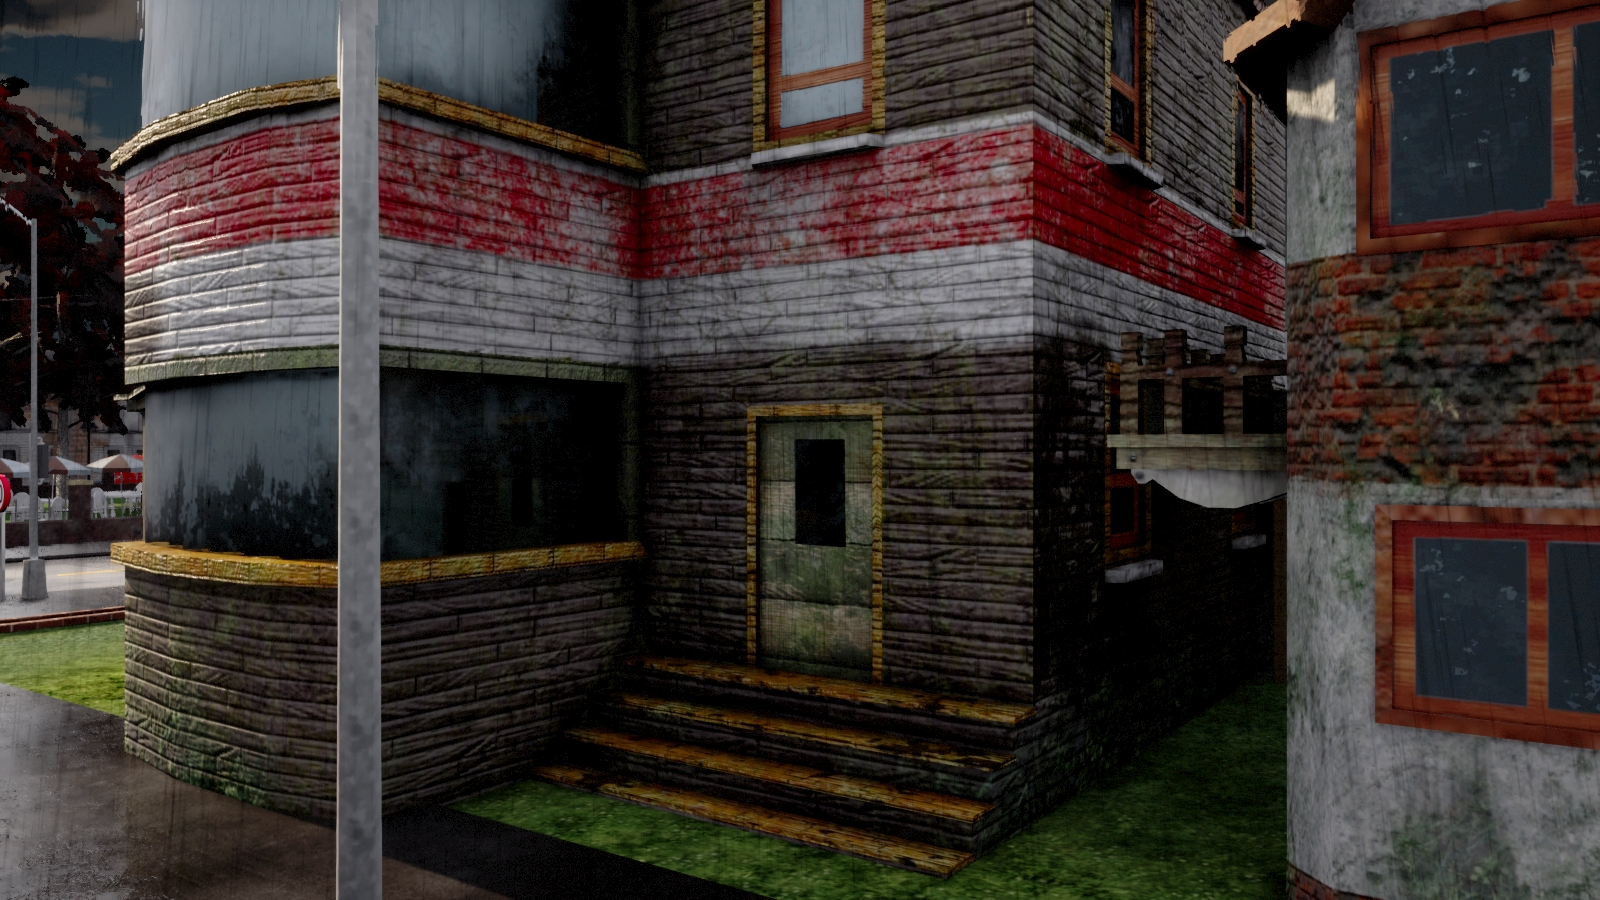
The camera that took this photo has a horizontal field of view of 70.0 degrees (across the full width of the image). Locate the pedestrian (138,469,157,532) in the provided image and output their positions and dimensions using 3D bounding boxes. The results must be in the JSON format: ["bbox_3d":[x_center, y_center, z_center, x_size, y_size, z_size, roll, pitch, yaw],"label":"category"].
[{"bbox_3d":[-19.469,1.502,34.099,0.375,1.860,0.375,0,0,35],"label":"pedestrian"}]
